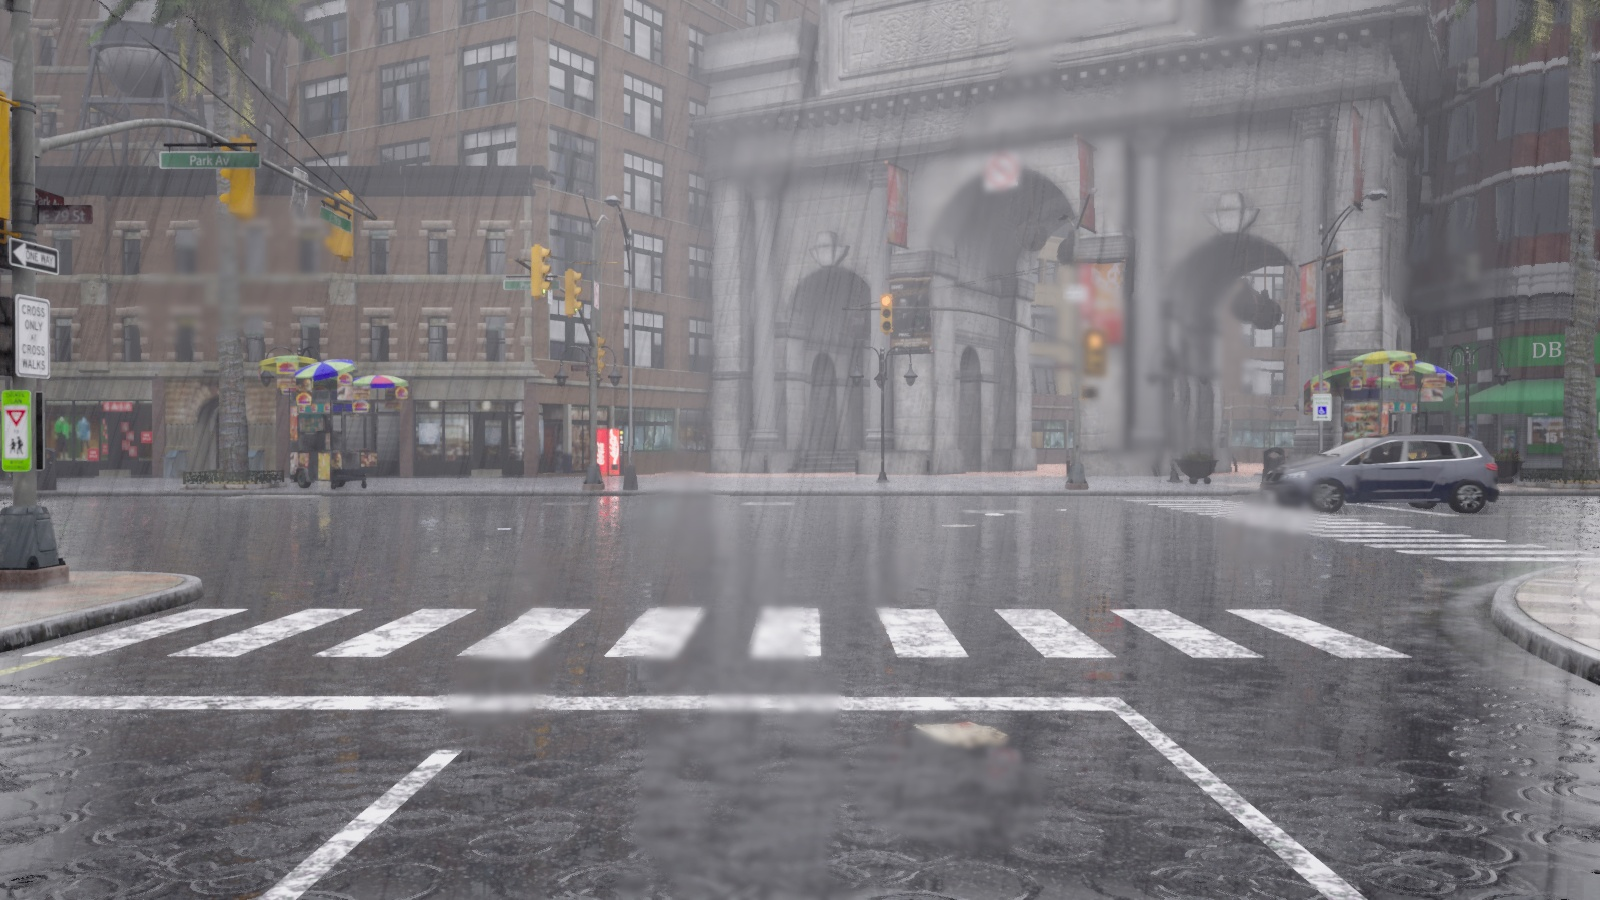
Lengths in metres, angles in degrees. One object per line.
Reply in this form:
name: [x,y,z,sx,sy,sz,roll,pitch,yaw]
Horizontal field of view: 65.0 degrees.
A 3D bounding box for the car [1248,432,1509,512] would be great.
car: [12.395,0.447,27.153,4.611,1.667,2.242,0,0,1]
